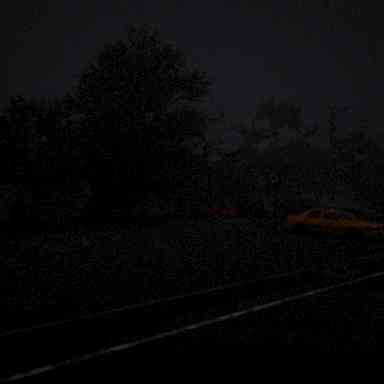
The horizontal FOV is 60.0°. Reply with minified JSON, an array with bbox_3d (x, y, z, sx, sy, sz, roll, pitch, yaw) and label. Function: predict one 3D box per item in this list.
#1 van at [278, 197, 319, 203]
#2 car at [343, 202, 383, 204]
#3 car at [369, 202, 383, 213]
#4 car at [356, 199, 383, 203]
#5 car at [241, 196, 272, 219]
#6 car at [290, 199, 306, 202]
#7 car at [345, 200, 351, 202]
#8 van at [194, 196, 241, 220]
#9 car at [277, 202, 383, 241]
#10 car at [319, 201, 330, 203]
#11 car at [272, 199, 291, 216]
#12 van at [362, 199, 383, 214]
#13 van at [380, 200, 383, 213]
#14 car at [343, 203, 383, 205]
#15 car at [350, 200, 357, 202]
[{"bbox_3d":[11.053,1.610,36.311,1.878,1.987,4.442,2,-1,-35],"label":"van"},{"bbox_3d":[11.742,1.646,20.617,2.097,1.535,5.008,1,-1,-35],"label":"car"},{"bbox_3d":[29.171,2.354,49.054,2.097,1.535,5.008,2,-1,-35],"label":"car"},{"bbox_3d":[13.992,1.578,22.248,2.185,1.767,4.553,2,-1,-35],"label":"car"},{"bbox_3d":[4.336,1.398,31.427,2.435,2.045,5.566,1,-1,-35],"label":"car"},{"bbox_3d":[8.862,1.772,34.603,2.231,1.521,4.892,2,-1,-35],"label":"car"},{"bbox_3d":[15.532,1.962,39.345,2.097,1.535,5.008,2,-1,-35],"label":"car"},{"bbox_3d":[1.927,1.373,29.824,1.878,1.987,4.442,1,-1,-35],"label":"van"},{"bbox_3d":[7.337,1.553,17.251,1.946,1.575,5.366,1,-1,-35],"label":"car"},{"bbox_3d":[13.394,1.775,37.793,2.185,1.767,4.553,2,-1,-35],"label":"car"},{"bbox_3d":[6.711,1.705,32.854,1.946,1.575,5.366,2,-1,-35],"label":"car"},{"bbox_3d":[26.988,2.063,47.353,1.878,1.987,4.442,2,-1,-35],"label":"van"},{"bbox_3d":[31.381,2.205,50.476,1.878,1.987,4.442,2,-1,-35],"label":"van"},{"bbox_3d":[9.483,1.598,19.010,2.231,1.521,4.892,1,-1,-35],"label":"car"},{"bbox_3d":[17.891,2.030,41.023,2.097,1.535,5.008,2,-1,-35],"label":"car"}]
